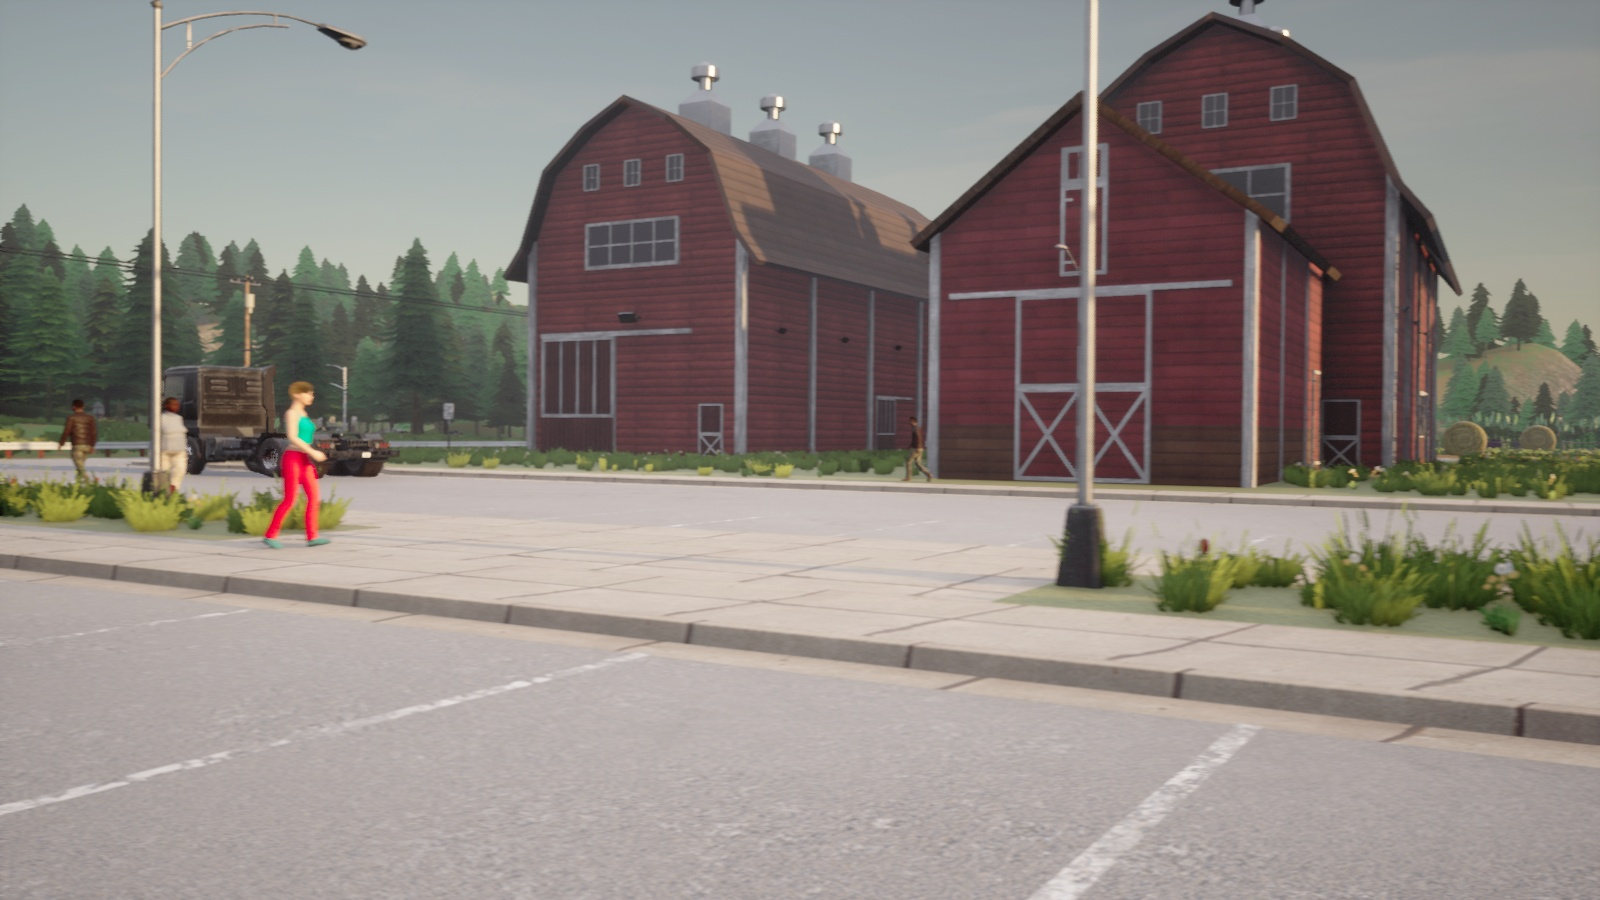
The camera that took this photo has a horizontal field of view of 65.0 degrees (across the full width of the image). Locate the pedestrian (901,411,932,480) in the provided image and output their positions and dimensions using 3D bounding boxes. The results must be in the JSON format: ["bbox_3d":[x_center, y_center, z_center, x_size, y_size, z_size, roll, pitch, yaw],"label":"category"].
[{"bbox_3d":[3.103,-0.122,33.450,0.703,1.840,0.431,0,1,23],"label":"pedestrian"}]

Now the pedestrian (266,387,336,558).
[{"bbox_3d":[-5.443,0.242,13.716,0.594,1.836,0.345,0,1,3],"label":"pedestrian"}]

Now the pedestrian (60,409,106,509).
[{"bbox_3d":[-13.458,0.163,23.572,0.703,1.840,0.431,0,1,30],"label":"pedestrian"}]

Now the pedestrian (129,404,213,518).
[{"bbox_3d":[-10.570,0.174,21.116,0.900,1.855,0.874,0,1,29],"label":"pedestrian"}]

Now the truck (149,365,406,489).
[{"bbox_3d":[-15.968,-0.664,38.245,7.936,3.462,2.891,0,1,29],"label":"truck"}]
